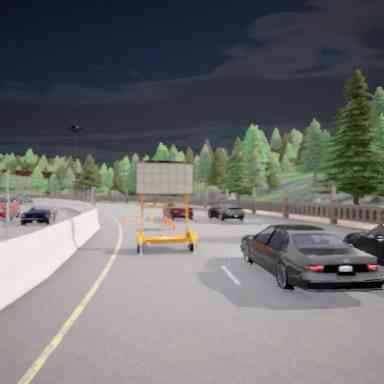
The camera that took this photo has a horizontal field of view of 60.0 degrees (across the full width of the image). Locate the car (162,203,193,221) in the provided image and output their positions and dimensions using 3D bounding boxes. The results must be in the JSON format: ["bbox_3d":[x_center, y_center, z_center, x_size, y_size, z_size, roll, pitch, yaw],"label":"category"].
[{"bbox_3d":[-1.333,1.618,29.192,1.882,1.535,5.008,0,0,-17],"label":"car"}]

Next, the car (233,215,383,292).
[{"bbox_3d":[2.839,1.612,9.237,2.033,1.411,5.357,0,0,-6],"label":"car"}]

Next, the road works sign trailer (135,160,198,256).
[{"bbox_3d":[-1.126,0.527,13.574,2.380,3.560,2.880,0,0,-12],"label":"road works sign trailer"}]

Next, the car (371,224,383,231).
[{"bbox_3d":[6.278,1.591,9.584,1.837,1.490,4.892,1,0,-6],"label":"car"}]

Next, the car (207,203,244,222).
[{"bbox_3d":[2.725,1.649,27.729,2.128,1.511,4.902,0,0,-16],"label":"car"}]
